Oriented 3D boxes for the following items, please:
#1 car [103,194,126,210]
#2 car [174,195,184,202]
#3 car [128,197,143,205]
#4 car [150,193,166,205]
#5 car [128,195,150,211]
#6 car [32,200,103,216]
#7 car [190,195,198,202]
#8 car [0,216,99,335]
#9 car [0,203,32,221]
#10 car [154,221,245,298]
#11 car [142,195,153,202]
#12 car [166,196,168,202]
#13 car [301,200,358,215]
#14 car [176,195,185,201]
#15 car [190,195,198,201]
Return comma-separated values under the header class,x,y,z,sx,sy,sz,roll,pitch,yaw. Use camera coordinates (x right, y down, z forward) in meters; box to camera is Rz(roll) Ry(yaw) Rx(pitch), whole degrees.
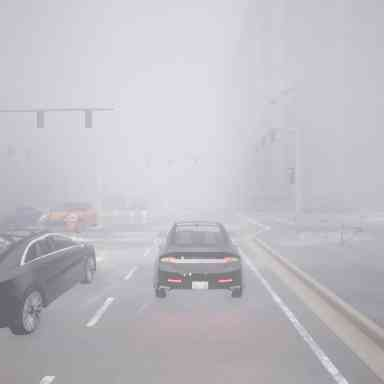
class,x,y,z,sx,sy,sz,roll,pitch,yaw
car,-10.301,1.222,44.306,2.150,2.045,5.566,0,0,0
car,-2.986,1.497,75.781,1.837,1.490,4.892,0,0,0
car,-10.167,1.563,60.038,1.994,1.385,4.181,0,0,1
car,-6.652,1.223,61.020,2.150,2.045,5.566,0,0,1
car,-6.477,1.505,40.753,1.837,1.490,4.892,0,0,-5
car,-6.973,1.329,19.192,2.097,1.767,4.553,0,0,0
car,0.518,1.593,76.414,1.895,1.301,4.718,0,0,0
car,-3.400,1.492,6.687,2.128,1.511,4.902,0,0,1
car,-10.473,1.456,19.202,1.882,1.535,5.008,0,0,0
car,0.134,1.492,8.507,2.128,1.511,4.902,0,0,0
car,-9.988,1.523,75.559,1.812,1.442,4.674,0,0,0
car,-6.480,1.520,76.661,2.128,1.511,4.902,0,0,0
car,13.435,1.492,32.977,5.357,1.411,2.033,0,0,0
car,-2.920,1.523,85.483,2.033,1.411,5.357,0,0,0
car,0.580,1.461,85.459,1.882,1.535,5.008,0,0,0
